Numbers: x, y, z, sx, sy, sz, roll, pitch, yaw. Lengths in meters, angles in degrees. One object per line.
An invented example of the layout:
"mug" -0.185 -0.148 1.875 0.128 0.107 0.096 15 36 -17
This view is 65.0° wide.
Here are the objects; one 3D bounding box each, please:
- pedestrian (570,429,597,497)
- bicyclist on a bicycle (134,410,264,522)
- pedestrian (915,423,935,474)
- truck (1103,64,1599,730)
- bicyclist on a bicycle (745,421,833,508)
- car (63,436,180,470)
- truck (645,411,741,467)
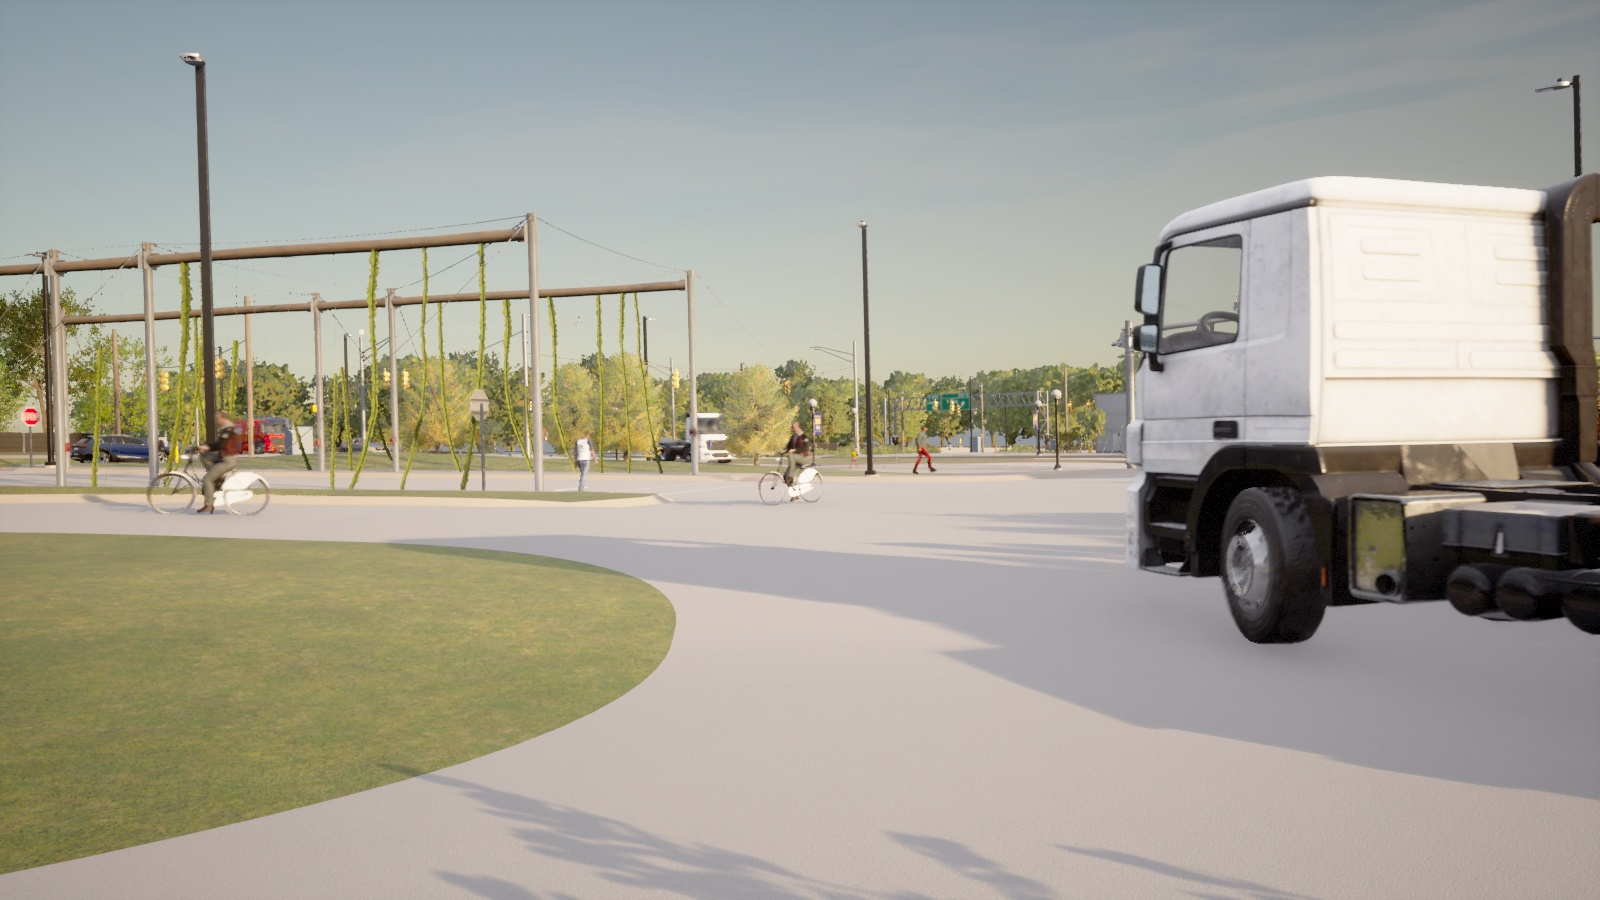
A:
"pedestrian" -5.945 0.341 34.551 0.354 1.836 0.706 -1 1 23
"bicyclist on a bicycle" -9.924 0.261 20.796 1.843 1.776 0.659 2 2 -21
"pedestrian" 4.573 -0.059 45.990 0.614 1.847 0.353 -2 1 14
"truck" 5.340 -0.306 7.496 2.891 3.462 7.936 -1 2 -20
"bicyclist on a bicycle" -0.217 0.284 26.504 1.843 1.776 0.659 -2 1 -44
"car" -34.854 0.174 64.630 2.033 1.649 4.856 -1 -1 39
"truck" -7.280 -0.848 84.510 2.891 3.462 7.936 -2 3 -34
